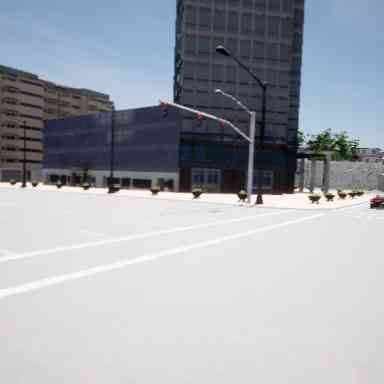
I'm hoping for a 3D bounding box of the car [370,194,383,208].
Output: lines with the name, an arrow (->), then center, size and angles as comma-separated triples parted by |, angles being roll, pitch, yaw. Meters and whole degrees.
car -> 17.720, 0.855, 30.628 | 1.895, 1.301, 4.718 | 4, 3, 37
